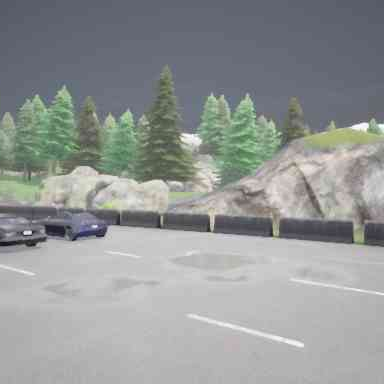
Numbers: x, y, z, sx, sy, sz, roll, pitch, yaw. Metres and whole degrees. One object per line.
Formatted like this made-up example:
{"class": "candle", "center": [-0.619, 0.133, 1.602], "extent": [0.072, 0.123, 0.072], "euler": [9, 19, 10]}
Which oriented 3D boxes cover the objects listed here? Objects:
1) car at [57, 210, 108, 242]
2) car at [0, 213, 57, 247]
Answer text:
{"class": "car", "center": [-6.254, 1.630, 16.931], "extent": [4.181, 1.385, 1.994], "euler": [-1, 0, 36]}
{"class": "car", "center": [-8.286, 1.616, 14.081], "extent": [5.357, 1.411, 2.033], "euler": [-1, 0, 36]}
